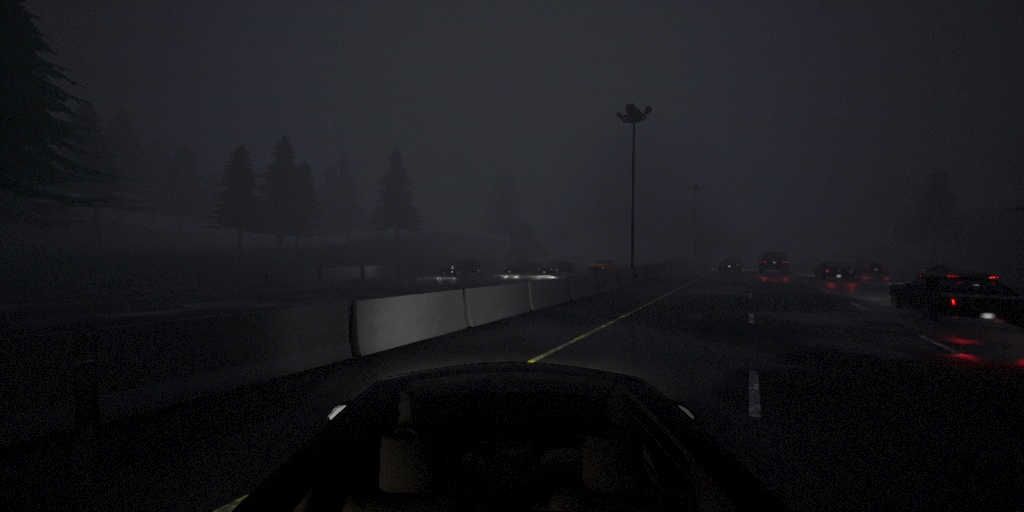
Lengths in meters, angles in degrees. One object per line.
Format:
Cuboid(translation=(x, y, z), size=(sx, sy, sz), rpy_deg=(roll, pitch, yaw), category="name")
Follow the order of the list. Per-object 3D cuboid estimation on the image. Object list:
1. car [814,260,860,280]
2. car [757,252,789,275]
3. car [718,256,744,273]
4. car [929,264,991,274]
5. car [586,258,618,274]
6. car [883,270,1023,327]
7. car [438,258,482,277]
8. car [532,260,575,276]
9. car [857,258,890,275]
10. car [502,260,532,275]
Cuboid(translation=(24.713, 1.105, 27.591), size=(1.895, 1.301, 4.718), rpy_deg=(0, 1, 33), category="car")
Cuboid(translation=(24.969, 0.628, 34.329), size=(2.150, 2.045, 5.566), rpy_deg=(0, 1, 33), category="car")
Cuboid(translation=(22.422, 0.956, 36.828), size=(1.994, 1.385, 4.181), rpy_deg=(0, 1, 34), category="car")
Cuboid(translation=(23.022, 1.143, 18.679), size=(1.812, 1.442, 4.674), rpy_deg=(0, 1, 33), category="car")
Cuboid(translation=(9.076, 0.994, 35.875), size=(1.882, 1.535, 5.008), rpy_deg=(0, 1, 34), category="car")
Cuboid(translation=(14.136, 1.311, 11.574), size=(1.895, 1.301, 4.718), rpy_deg=(0, 0, 33), category="car")
Cuboid(translation=(-4.860, 0.975, 33.947), size=(2.097, 1.767, 4.553), rpy_deg=(0, 1, 34), category="car")
Cuboid(translation=(4.444, 1.103, 35.268), size=(2.033, 1.411, 5.357), rpy_deg=(0, 1, 34), category="car")
Cuboid(translation=(31.896, 0.902, 32.134), size=(1.812, 1.442, 4.674), rpy_deg=(0, 1, 32), category="car")
Cuboid(translation=(1.226, 1.108, 36.759), size=(2.033, 1.411, 5.357), rpy_deg=(0, 1, 34), category="car")
